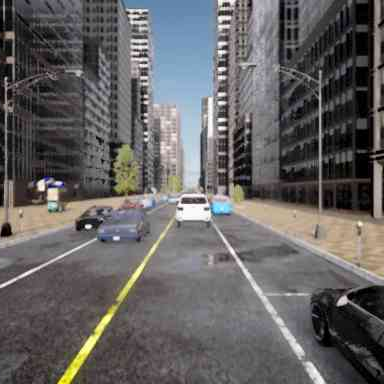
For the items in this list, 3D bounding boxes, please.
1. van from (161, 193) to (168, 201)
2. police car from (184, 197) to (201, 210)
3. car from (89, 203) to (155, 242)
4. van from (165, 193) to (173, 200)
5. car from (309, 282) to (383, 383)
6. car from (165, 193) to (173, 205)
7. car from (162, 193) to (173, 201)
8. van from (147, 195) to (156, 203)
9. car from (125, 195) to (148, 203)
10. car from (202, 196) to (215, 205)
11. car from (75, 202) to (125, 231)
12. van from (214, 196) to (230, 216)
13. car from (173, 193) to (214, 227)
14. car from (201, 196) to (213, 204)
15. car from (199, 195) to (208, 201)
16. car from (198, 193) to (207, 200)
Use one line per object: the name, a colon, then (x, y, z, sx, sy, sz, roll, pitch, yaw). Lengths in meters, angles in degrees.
van: (-5.698, 1.159, 71.442, 1.690, 1.788, 3.998, 0, 0, 0)
police car: (0.097, 1.403, 42.123, 2.038, 1.542, 4.974, 0, 0, 0)
car: (-3.101, 1.510, 16.317, 2.033, 1.411, 5.357, 0, 0, 0)
van: (-5.699, 1.122, 82.778, 1.690, 1.788, 3.998, 0, 0, 0)
car: (2.689, 1.558, 3.424, 1.947, 1.339, 4.313, 0, 0, 0)
car: (-3.063, 1.384, 57.532, 1.812, 1.442, 4.674, 0, 0, 0)
car: (-5.698, 1.115, 77.110, 2.192, 1.841, 5.009, 0, 0, 0)
van: (-5.696, 1.238, 43.101, 1.690, 1.788, 3.998, 0, 0, 0)
car: (-5.695, 1.366, 31.765, 1.967, 1.590, 4.097, 0, 0, 0)
car: (2.684, 1.411, 54.438, 1.887, 1.381, 4.507, 0, 0, 0)
car: (-5.693, 1.519, 20.428, 1.947, 1.339, 4.313, 0, 0, 0)
van: (2.686, 1.266, 31.764, 1.690, 1.788, 3.998, 0, 0, 0)
car: (0.100, 1.170, 22.528, 2.150, 2.045, 5.566, 0, 0, 0)
car: (2.684, 1.417, 60.106, 1.947, 1.339, 4.313, 0, 0, 0)
car: (2.683, 1.381, 77.111, 1.802, 1.307, 4.206, 0, 0, 0)
car: (2.681, 1.075, 88.446, 2.192, 1.841, 5.009, 0, 0, 0)
